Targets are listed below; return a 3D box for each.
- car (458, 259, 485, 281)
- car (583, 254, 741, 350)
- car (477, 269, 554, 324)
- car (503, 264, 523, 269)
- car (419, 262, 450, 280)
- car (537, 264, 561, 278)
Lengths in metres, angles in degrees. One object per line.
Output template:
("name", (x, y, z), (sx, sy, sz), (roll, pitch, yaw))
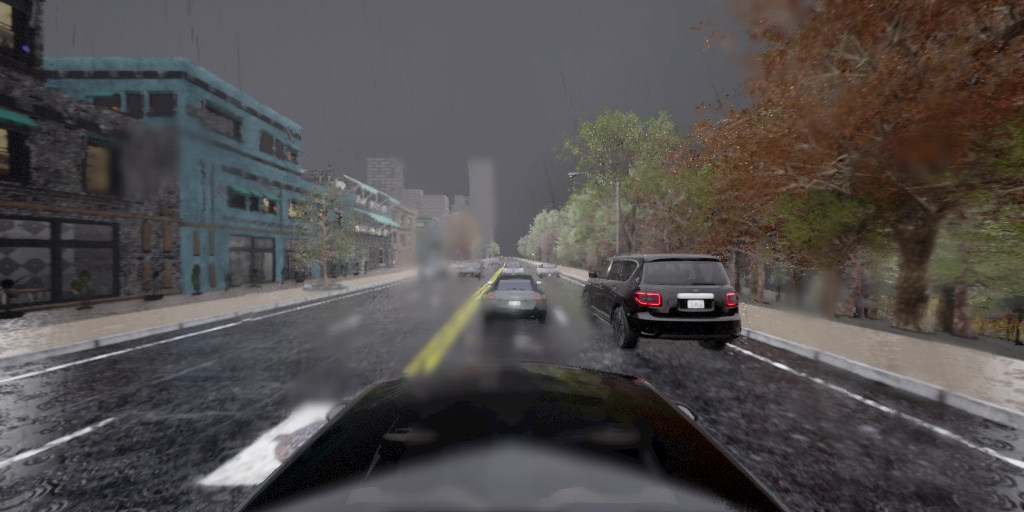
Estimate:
("car", (-3.351, 1.251, 30.599), (1.837, 1.490, 4.892), (0, 0, 0))
("car", (3.349, 0.970, 9.213), (2.150, 2.045, 5.566), (0, 0, 0))
("car", (0.097, 1.313, 11.988), (1.994, 1.385, 4.181), (0, 0, 0))
("car", (0.095, 1.346, 33.275), (1.895, 1.301, 4.718), (0, 0, 0))
("car", (-6.599, 1.237, 30.828), (2.128, 1.511, 4.902), (0, 0, 0))
("car", (3.345, 1.346, 33.243), (1.895, 1.301, 4.718), (0, 0, 0))
